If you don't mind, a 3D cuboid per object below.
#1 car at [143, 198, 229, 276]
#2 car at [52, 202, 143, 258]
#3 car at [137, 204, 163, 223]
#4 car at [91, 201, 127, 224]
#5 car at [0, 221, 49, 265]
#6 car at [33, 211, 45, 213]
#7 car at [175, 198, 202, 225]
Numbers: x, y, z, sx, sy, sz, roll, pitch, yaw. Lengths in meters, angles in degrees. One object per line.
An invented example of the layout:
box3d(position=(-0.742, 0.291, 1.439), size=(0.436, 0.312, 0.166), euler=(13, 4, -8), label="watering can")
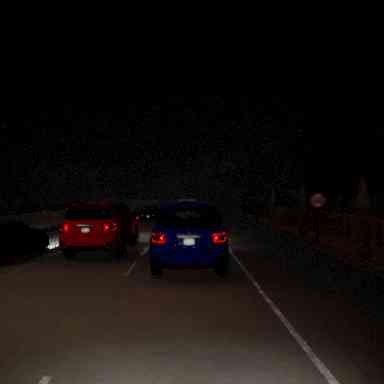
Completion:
box3d(position=(-0.096, 1.359, 10.966), size=(2.150, 2.045, 5.566), euler=(0, -1, -1), label="car")
box3d(position=(-3.619, 1.419, 13.889), size=(2.150, 2.045, 5.566), euler=(0, -1, -1), label="car")
box3d(position=(-3.826, 1.936, 30.930), size=(1.812, 1.442, 4.674), euler=(0, -1, -1), label="car")
box3d(position=(-7.310, 1.771, 29.641), size=(2.097, 1.767, 4.553), euler=(0, -1, 0), label="car")
box3d(position=(-7.103, 1.772, 12.579), size=(1.994, 1.385, 4.181), euler=(0, -1, 0), label="car")
box3d(position=(-18.141, 2.155, 43.144), size=(2.128, 1.511, 4.902), euler=(0, -1, -1), label="car")
box3d(position=(-0.299, 1.582, 29.076), size=(2.150, 2.045, 5.566), euler=(0, -1, 0), label="car")
